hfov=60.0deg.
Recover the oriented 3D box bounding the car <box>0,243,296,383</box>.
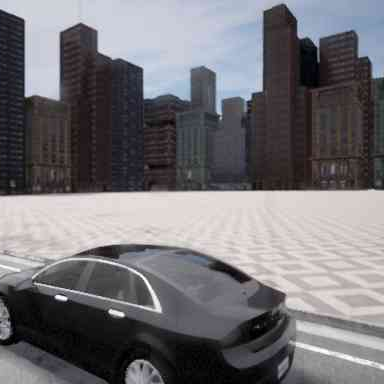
[{"bbox_3d":[-1.059,1.509,4.752,4.892,1.490,1.837,0,0,35],"label":"car"}]
